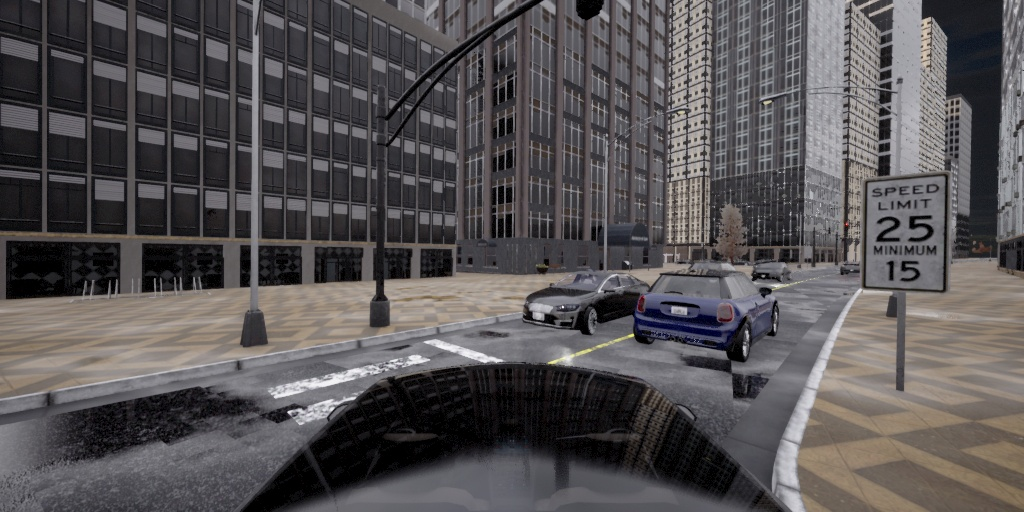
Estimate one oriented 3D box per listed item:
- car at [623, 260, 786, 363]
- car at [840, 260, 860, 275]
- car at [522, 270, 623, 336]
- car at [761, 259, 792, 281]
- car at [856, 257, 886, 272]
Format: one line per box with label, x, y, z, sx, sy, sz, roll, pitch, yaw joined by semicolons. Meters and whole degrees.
car;4.773;1.089;8.537;2.097;1.767;4.553;1;1;45
car;34.486;1.172;36.012;4.902;1.511;2.128;0;1;-41
car;2.353;1.189;10.431;2.128;1.511;4.902;1;1;44
car;19.604;1.168;27.059;4.892;1.490;1.837;0;1;-42
car;44.277;1.010;44.183;4.553;1.767;2.097;0;1;-39
